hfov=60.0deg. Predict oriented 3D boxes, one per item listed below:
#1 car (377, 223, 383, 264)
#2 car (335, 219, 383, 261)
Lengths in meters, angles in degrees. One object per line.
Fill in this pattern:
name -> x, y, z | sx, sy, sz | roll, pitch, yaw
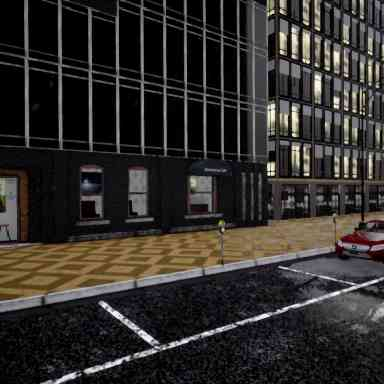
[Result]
car -> 6.651, 1.504, 7.980 | 4.892, 1.490, 1.837 | 0, 0, -35
car -> 6.587, 1.580, 11.240 | 4.206, 1.307, 1.802 | 0, 0, -35
